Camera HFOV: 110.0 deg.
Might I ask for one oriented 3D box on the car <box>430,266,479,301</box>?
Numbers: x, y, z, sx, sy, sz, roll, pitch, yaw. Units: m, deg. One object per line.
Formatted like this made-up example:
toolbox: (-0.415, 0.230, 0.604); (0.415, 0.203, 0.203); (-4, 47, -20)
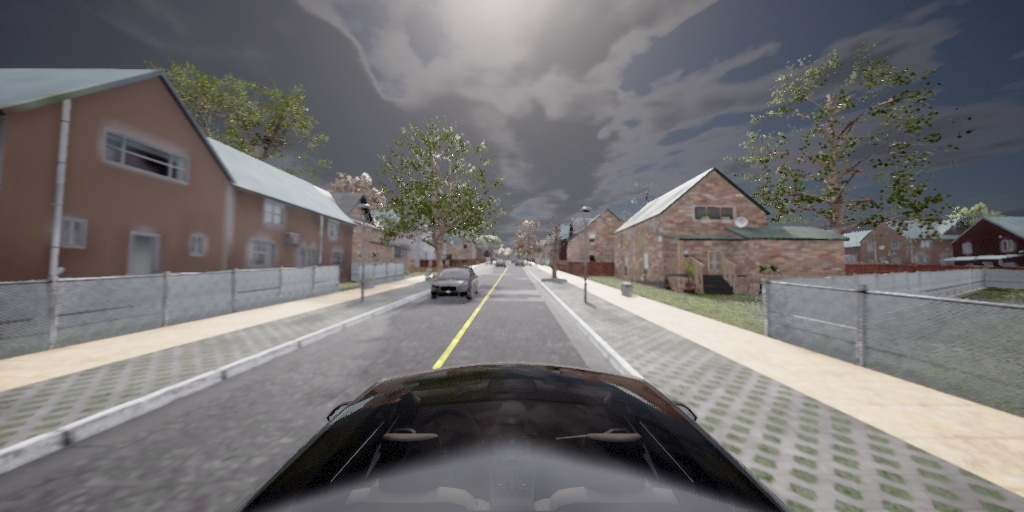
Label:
car: (-2.716, 1.283, 17.868); (1.837, 1.490, 4.892); (1, 0, 1)
